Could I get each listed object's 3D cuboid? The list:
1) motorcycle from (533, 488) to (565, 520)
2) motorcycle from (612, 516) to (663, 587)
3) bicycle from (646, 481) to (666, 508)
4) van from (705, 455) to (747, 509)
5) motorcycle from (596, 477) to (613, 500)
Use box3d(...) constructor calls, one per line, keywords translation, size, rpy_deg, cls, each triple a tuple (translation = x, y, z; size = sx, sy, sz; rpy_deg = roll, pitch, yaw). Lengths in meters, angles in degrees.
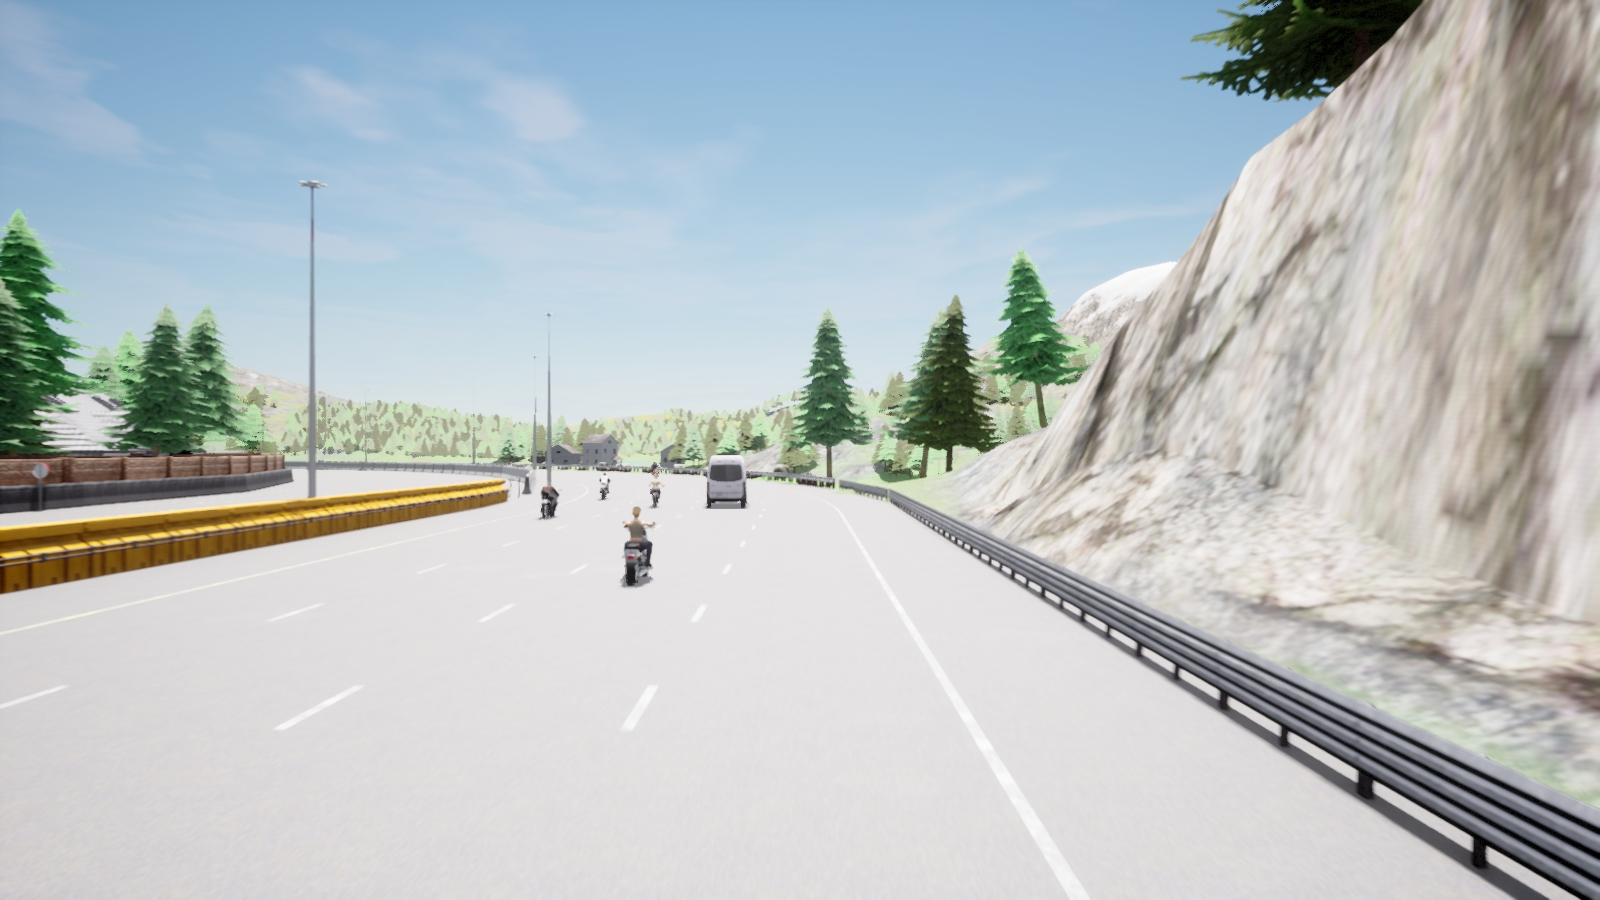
box3d(translation=(-10.454, 2.231, 47.589), size=(0.867, 1.251, 2.209), rpy_deg=(0, 0, 0), cls="motorcycle")
box3d(translation=(-3.481, 2.159, 24.626), size=(0.764, 1.325, 2.356), rpy_deg=(0, 0, 0), cls="motorcycle")
box3d(translation=(-7.123, 2.180, 56.525), size=(0.859, 1.295, 1.487), rpy_deg=(0, 0, -2), cls="bicycle")
box3d(translation=(-3.717, 1.566, 58.444), size=(1.988, 2.561, 5.915), rpy_deg=(0, 0, -2), cls="van")
box3d(translation=(-11.244, 2.212, 65.790), size=(0.803, 1.217, 2.033), rpy_deg=(0, 0, -5), cls="motorcycle")
